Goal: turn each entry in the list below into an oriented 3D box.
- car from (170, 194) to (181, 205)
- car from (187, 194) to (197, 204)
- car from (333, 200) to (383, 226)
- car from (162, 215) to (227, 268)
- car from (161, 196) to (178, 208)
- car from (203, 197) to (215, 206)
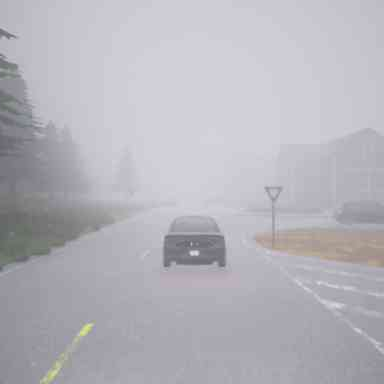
[{"bbox_3d":[-3.496,1.448,67.454,2.150,2.045,5.566,0,0,0],"label":"car"},{"bbox_3d":[0.007,1.779,71.248,2.033,1.411,5.357,0,0,0],"label":"car"},{"bbox_3d":[11.948,1.351,22.230,4.553,1.767,2.097,0,0,13],"label":"car"},{"bbox_3d":[0.079,1.517,11.486,1.882,1.535,5.008,0,0,0],"label":"car"},{"bbox_3d":[-3.570,1.699,51.611,1.812,1.442,4.674,0,0,0],"label":"car"},{"bbox_3d":[2.978,1.656,59.698,1.816,1.474,4.193,-6,0,-2],"label":"car"}]
